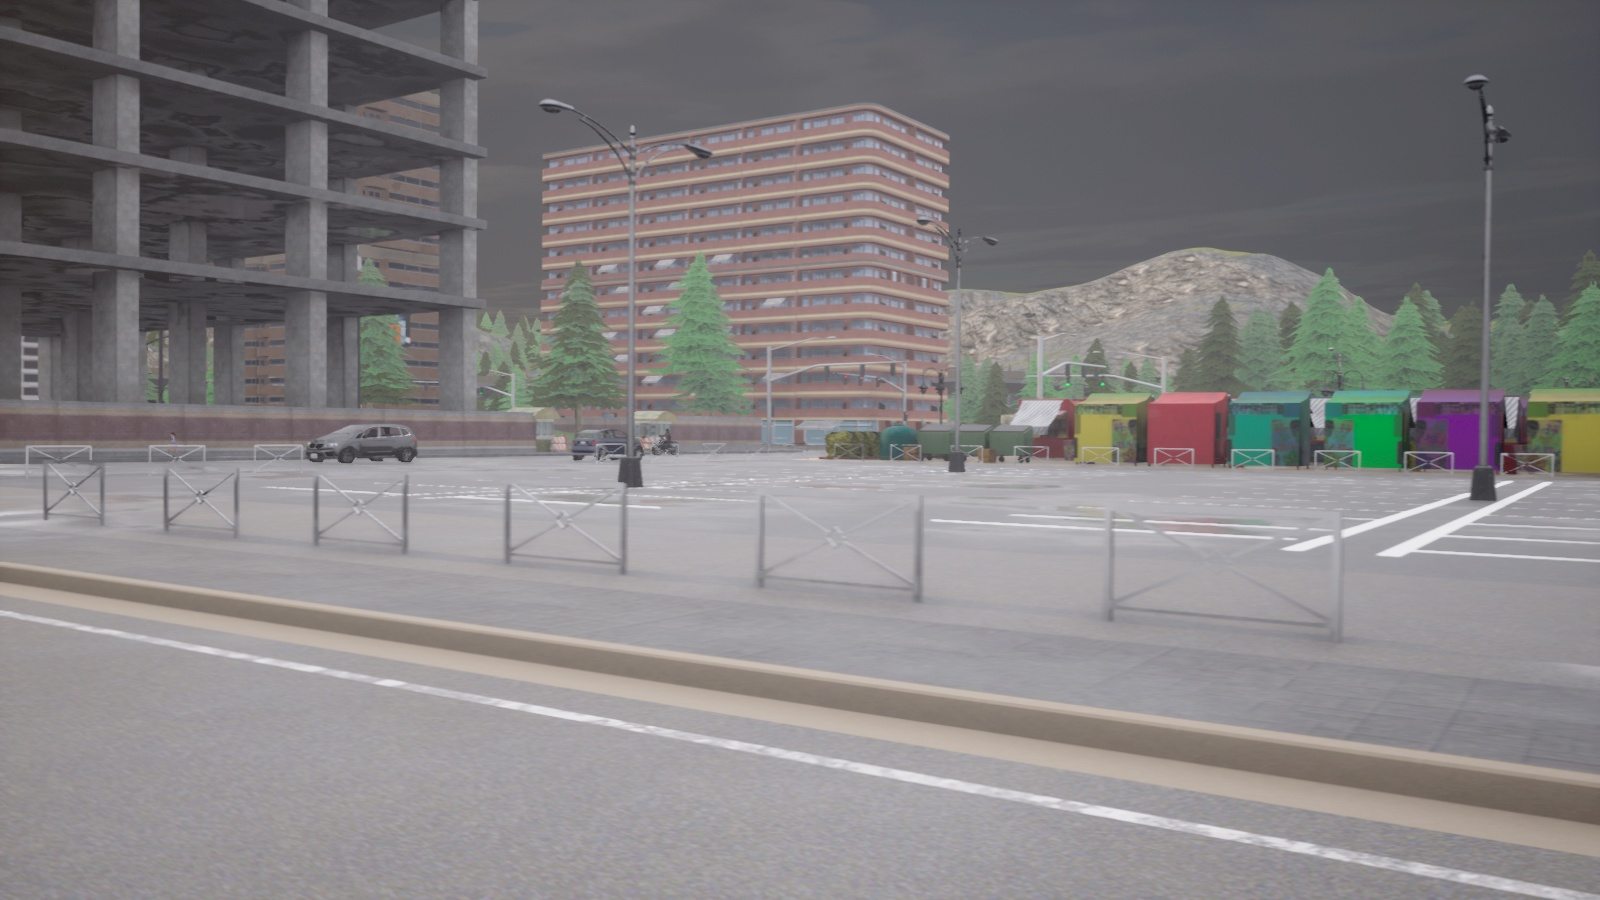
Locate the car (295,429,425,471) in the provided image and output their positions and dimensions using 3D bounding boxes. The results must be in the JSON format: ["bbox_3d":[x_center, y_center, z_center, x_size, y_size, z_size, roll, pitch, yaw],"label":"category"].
[{"bbox_3d":[-18.150,-0.025,51.983,2.242,1.667,4.611,0,1,33],"label":"car"}]

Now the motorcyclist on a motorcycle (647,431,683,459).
[{"bbox_3d":[-7.918,-0.310,73.857,0.766,1.649,2.350,0,1,33],"label":"motorcyclist on a motorcycle"}]

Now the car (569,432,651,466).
[{"bbox_3d":[-8.971,-0.077,59.528,1.789,1.549,3.705,0,1,33],"label":"car"}]
